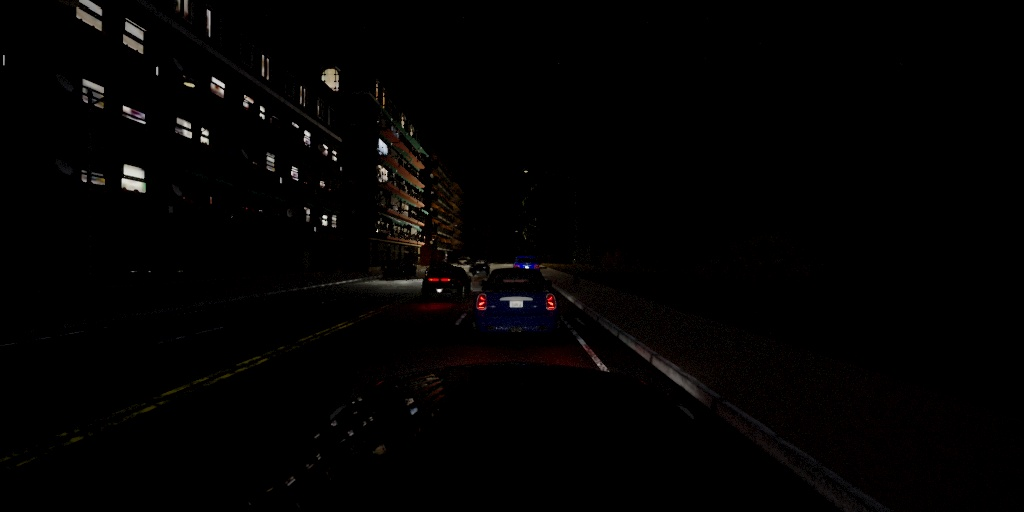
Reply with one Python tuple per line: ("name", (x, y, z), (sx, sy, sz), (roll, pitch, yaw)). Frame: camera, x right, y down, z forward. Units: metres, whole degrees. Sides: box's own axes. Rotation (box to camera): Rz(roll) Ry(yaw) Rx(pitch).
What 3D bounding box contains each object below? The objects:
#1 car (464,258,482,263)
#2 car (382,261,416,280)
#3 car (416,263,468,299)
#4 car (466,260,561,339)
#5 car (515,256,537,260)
("car", (-3.130, 1.255, 35.315), (2.128, 1.511, 4.902), (0, 0, 0))
("car", (-9.834, 1.240, 31.719), (1.882, 1.535, 5.008), (0, 0, 0))
("car", (-3.142, 1.259, 17.953), (1.837, 1.490, 4.892), (0, -1, 0))
("car", (0.103, 1.106, 10.190), (2.097, 1.767, 4.553), (0, 0, 0))
("car", (1.153, 0.987, 30.143), (2.150, 2.045, 5.566), (0, 0, 0))
